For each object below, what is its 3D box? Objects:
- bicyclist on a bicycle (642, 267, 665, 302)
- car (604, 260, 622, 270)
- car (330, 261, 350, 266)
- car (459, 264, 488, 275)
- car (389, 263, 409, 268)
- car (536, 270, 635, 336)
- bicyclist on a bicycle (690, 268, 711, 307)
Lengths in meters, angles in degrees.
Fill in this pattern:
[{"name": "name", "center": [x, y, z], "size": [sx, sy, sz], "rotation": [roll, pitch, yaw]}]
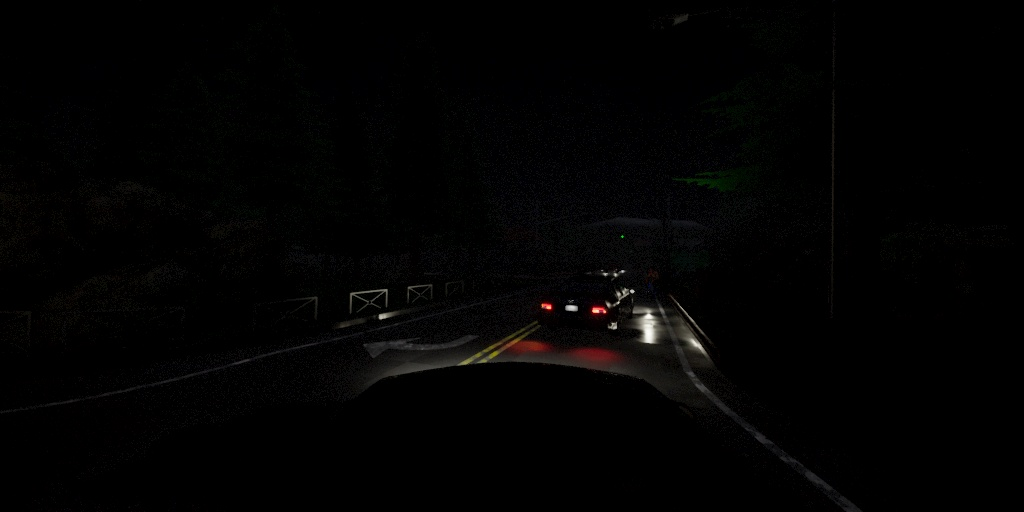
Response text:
[{"name": "bicyclist on a bicycle", "center": [6.524, 1.312, 16.497], "size": [1.656, 1.620, 0.582], "rotation": [1, -1, -31]}, {"name": "car", "center": [16.692, 1.768, 59.855], "size": [2.150, 2.045, 5.566], "rotation": [1, -1, 20]}, {"name": "car", "center": [-24.235, 1.460, 52.159], "size": [5.357, 1.411, 2.033], "rotation": [1, -1, 24]}, {"name": "car", "center": [-5.108, 1.719, 44.816], "size": [4.181, 1.385, 1.994], "rotation": [1, -1, 20]}, {"name": "car", "center": [-14.487, 1.598, 48.270], "size": [4.181, 1.385, 1.994], "rotation": [1, -1, 21]}, {"name": "car", "center": [2.362, 1.262, 10.315], "size": [2.033, 1.411, 5.357], "rotation": [1, -1, 24]}, {"name": "bicyclist on a bicycle", "center": [7.961, 1.324, 15.106], "size": [1.656, 1.620, 0.582], "rotation": [1, -1, -34]}]
